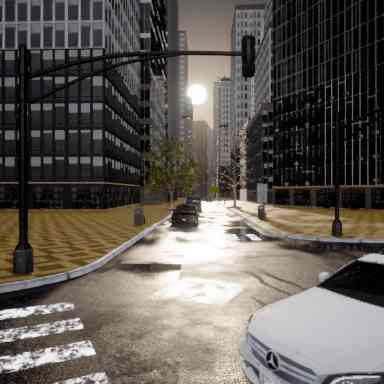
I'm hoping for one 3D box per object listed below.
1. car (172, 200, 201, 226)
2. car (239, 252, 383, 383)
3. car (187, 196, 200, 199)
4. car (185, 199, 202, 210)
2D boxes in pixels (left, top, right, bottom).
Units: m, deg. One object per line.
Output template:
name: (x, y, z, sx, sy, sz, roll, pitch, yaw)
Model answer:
car: (-0.462, 1.654, 25.431, 1.882, 1.535, 5.008, 0, 0, 2)
car: (2.812, 1.548, 4.262, 4.674, 1.442, 1.812, 0, 0, -27)
car: (0.245, 1.554, 46.298, 2.150, 2.045, 5.566, 0, 0, 2)
car: (-0.114, 1.777, 35.644, 1.812, 1.442, 4.674, 0, 0, 2)
